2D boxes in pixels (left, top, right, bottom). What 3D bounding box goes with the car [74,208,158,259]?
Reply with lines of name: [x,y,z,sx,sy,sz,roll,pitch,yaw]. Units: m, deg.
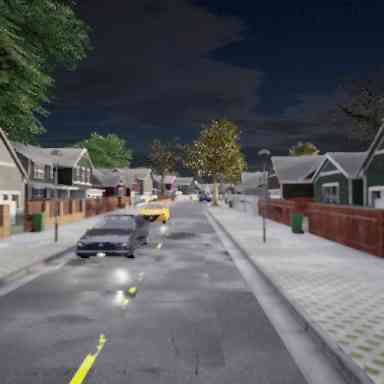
car: [-2.784,1.573,12.954,2.033,1.411,5.357,0,0,1]

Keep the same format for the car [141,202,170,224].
car: [-2.784,1.529,25.370,1.882,1.535,5.008,0,0,1]

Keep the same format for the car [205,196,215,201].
car: [4.979,1.791,90.096,1.895,1.301,4.718,0,0,12]

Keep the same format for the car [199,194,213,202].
car: [3.044,1.409,79.525,2.150,2.045,5.566,0,0,10]
